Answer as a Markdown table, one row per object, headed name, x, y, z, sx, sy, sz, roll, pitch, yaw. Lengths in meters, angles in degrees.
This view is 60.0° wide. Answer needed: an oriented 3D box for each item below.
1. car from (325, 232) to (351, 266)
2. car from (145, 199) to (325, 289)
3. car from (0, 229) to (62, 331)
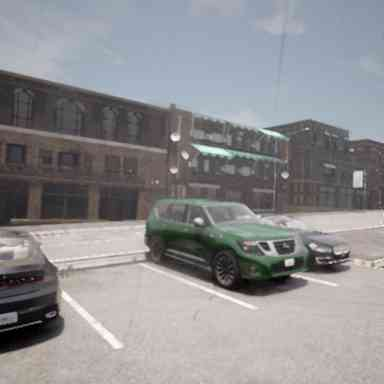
| name | x | y | z | sx | sy | sz | roll | pitch | yaw |
| --- | --- | --- | --- | --- | --- | --- | --- | --- | --- |
| car | 2.880 | 1.510 | 11.424 | 2.231 | 1.521 | 4.892 | 0 | 0 | -35 |
| car | 0.615 | 1.245 | 9.777 | 2.435 | 2.045 | 5.566 | 0 | 0 | -35 |
| car | -3.970 | 1.481 | 6.553 | 2.231 | 1.521 | 4.892 | 0 | 0 | -35 |
